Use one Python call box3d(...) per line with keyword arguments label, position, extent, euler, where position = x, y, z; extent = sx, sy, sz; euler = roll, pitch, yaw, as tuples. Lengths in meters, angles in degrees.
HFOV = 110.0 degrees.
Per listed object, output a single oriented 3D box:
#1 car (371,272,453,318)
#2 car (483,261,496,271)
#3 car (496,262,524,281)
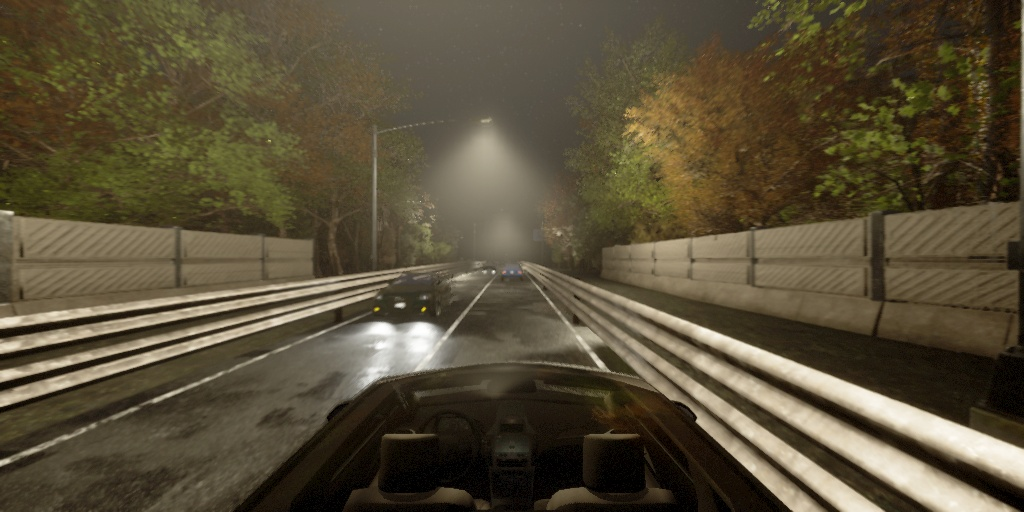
box3d(label="car", position=(-3.345, 1.277, 12.709), extent=(1.994, 1.385, 4.181), euler=(0, 0, 0))
box3d(label="car", position=(-3.291, 1.492, 53.914), extent=(2.033, 1.411, 5.357), euler=(0, -1, 1))
box3d(label="car", position=(0.002, 1.281, 29.780), extent=(2.033, 1.411, 5.357), euler=(0, 0, 0))
